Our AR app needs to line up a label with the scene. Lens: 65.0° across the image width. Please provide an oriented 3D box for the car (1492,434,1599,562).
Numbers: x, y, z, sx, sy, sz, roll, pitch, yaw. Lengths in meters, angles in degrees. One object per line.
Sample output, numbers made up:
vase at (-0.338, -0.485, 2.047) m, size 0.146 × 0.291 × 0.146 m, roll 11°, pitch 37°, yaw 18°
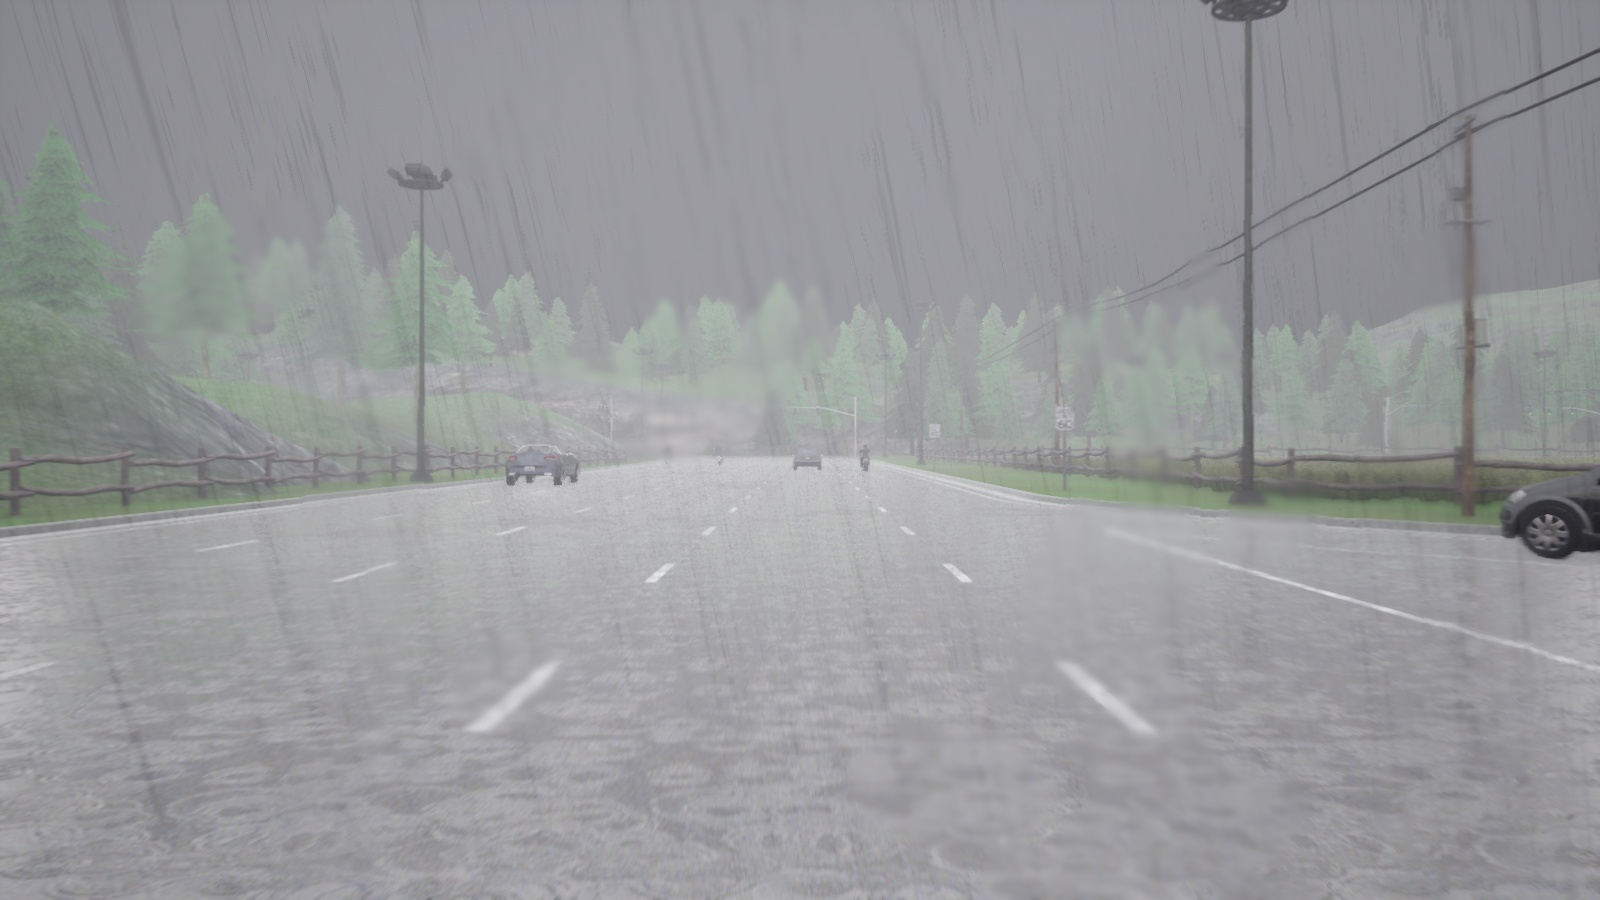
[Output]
car at (11.306, 0.607, 15.997) m, size 1.851 × 1.617 × 3.988 m, roll 0°, pitch 0°, yaw -43°

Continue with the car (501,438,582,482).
car at (-10.198, 0.367, 49.899) m, size 2.152 × 1.651 × 5.027 m, roll 0°, pitch 0°, yaw 0°

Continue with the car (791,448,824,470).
car at (0.480, 0.551, 80.974) m, size 2.033 × 1.411 × 5.357 m, roll 0°, pitch 0°, yaw 0°
